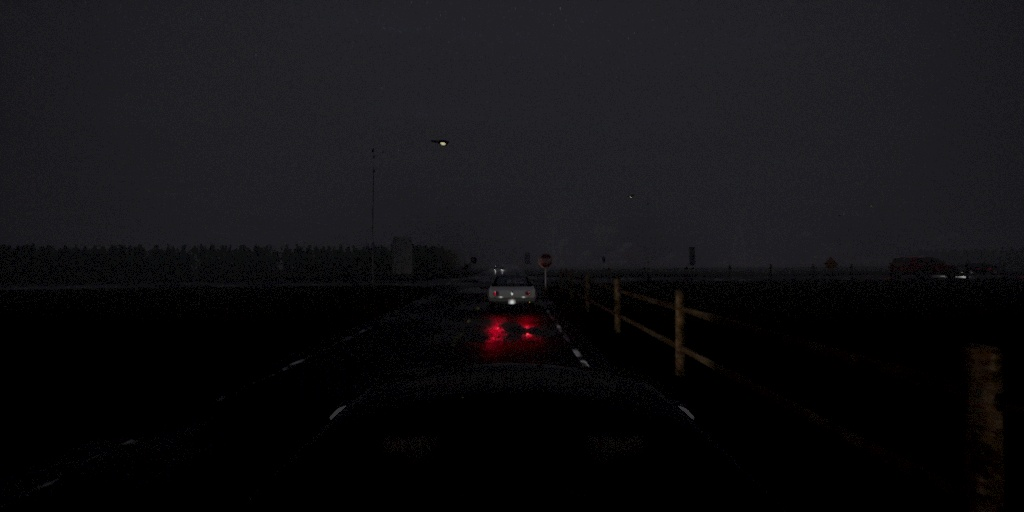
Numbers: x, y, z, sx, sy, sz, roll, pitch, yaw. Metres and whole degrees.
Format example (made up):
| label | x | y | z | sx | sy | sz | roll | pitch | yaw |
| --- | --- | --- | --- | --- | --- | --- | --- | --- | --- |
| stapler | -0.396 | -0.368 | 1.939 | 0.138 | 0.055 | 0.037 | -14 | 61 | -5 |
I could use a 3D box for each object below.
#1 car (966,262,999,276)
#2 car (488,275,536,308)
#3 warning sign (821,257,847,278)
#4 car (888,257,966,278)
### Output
| label | x | y | z | sx | sy | sz | roll | pitch | yaw |
| --- | --- | --- | --- | --- | --- | --- | --- | --- | --- |
| car | 49.253 | 1.390 | 38.505 | 4.892 | 1.490 | 1.837 | 0 | -1 | -5 |
| car | 0.004 | 1.491 | 15.958 | 1.895 | 1.301 | 4.718 | 0 | -1 | 0 |
| warning sign | 28.090 | 0.992 | 31.511 | 1.060 | 1.860 | 1.300 | 0 | 0 | -5 |
| car | 40.073 | 1.083 | 34.979 | 5.566 | 2.045 | 2.150 | 0 | -1 | -5 |
